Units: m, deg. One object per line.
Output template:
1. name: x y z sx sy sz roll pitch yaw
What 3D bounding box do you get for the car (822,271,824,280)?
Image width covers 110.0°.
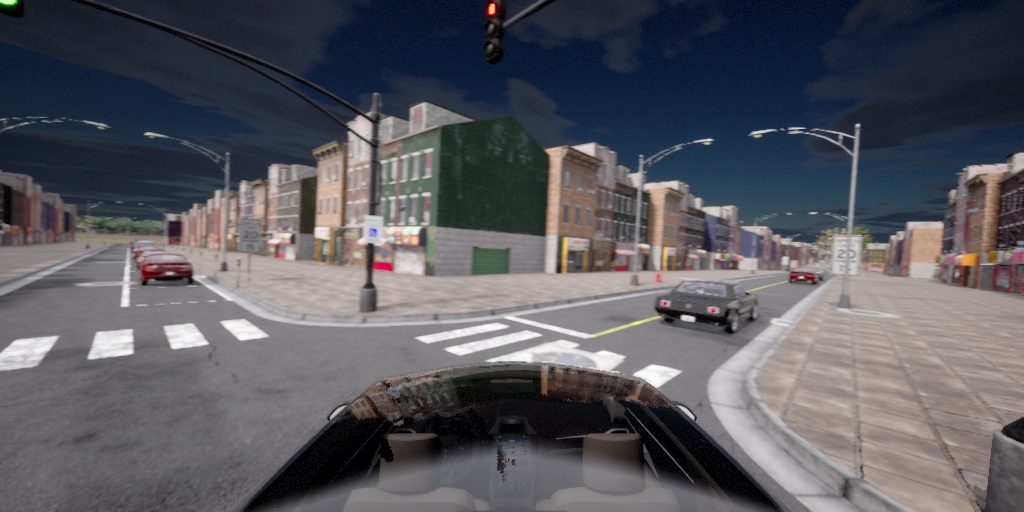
1. car: 35.112 2.129 41.974 1.994 1.385 4.181 4 2 44

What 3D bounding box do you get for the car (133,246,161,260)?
1. car: -24.408 0.206 24.501 4.207 1.307 1.802 0 0 43

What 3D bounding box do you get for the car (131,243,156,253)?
1. car: -32.474 -0.201 32.066 4.507 1.381 1.888 0 0 43

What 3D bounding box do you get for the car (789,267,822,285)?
1. car: 27.763 1.823 34.070 1.882 1.535 5.008 4 2 43

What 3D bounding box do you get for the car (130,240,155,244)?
1. car: -36.508 -0.491 35.848 4.097 1.591 1.967 0 0 43

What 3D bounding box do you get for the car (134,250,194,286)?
1. car: -16.341 0.539 16.937 4.507 1.381 1.888 0 0 43

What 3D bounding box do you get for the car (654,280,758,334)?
1. car: 6.256 1.411 11.205 1.895 1.301 4.718 4 2 43
